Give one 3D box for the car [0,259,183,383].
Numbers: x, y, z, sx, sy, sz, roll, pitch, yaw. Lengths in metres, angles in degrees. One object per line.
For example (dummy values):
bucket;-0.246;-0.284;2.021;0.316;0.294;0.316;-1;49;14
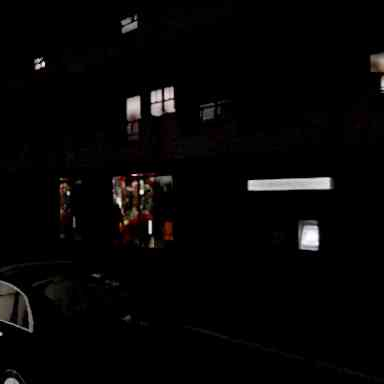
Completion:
car;-2.156;1.591;4.412;4.403;1.369;2.008;-1;-1;35
